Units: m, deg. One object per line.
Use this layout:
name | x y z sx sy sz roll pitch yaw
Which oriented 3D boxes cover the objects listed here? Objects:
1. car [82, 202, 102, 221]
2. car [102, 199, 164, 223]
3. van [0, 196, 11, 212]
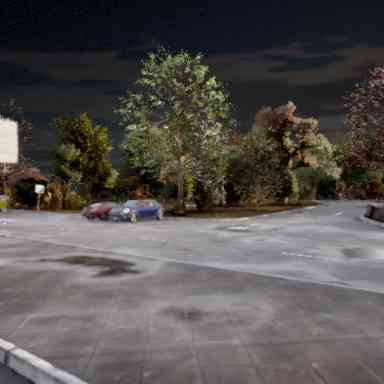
car | -6.844 1.509 27.402 2.002 1.452 4.674 0 0 35
car | -4.222 1.339 25.619 2.185 1.767 4.553 0 0 35
van | -23.923 1.404 39.270 1.878 1.987 4.442 -1 -1 35
